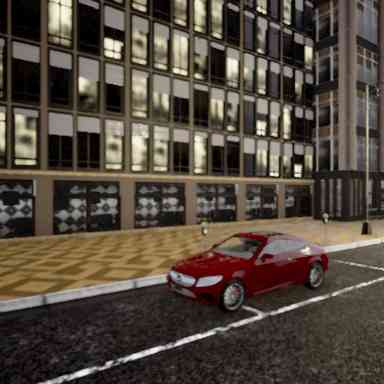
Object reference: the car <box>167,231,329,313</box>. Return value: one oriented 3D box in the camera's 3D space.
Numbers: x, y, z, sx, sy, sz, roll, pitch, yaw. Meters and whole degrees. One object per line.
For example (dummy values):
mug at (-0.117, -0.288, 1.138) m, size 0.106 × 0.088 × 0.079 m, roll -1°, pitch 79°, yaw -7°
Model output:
car at (1.443, 1.582, 7.593) m, size 4.206 × 1.307 × 1.802 m, roll 0°, pitch 0°, yaw -36°
